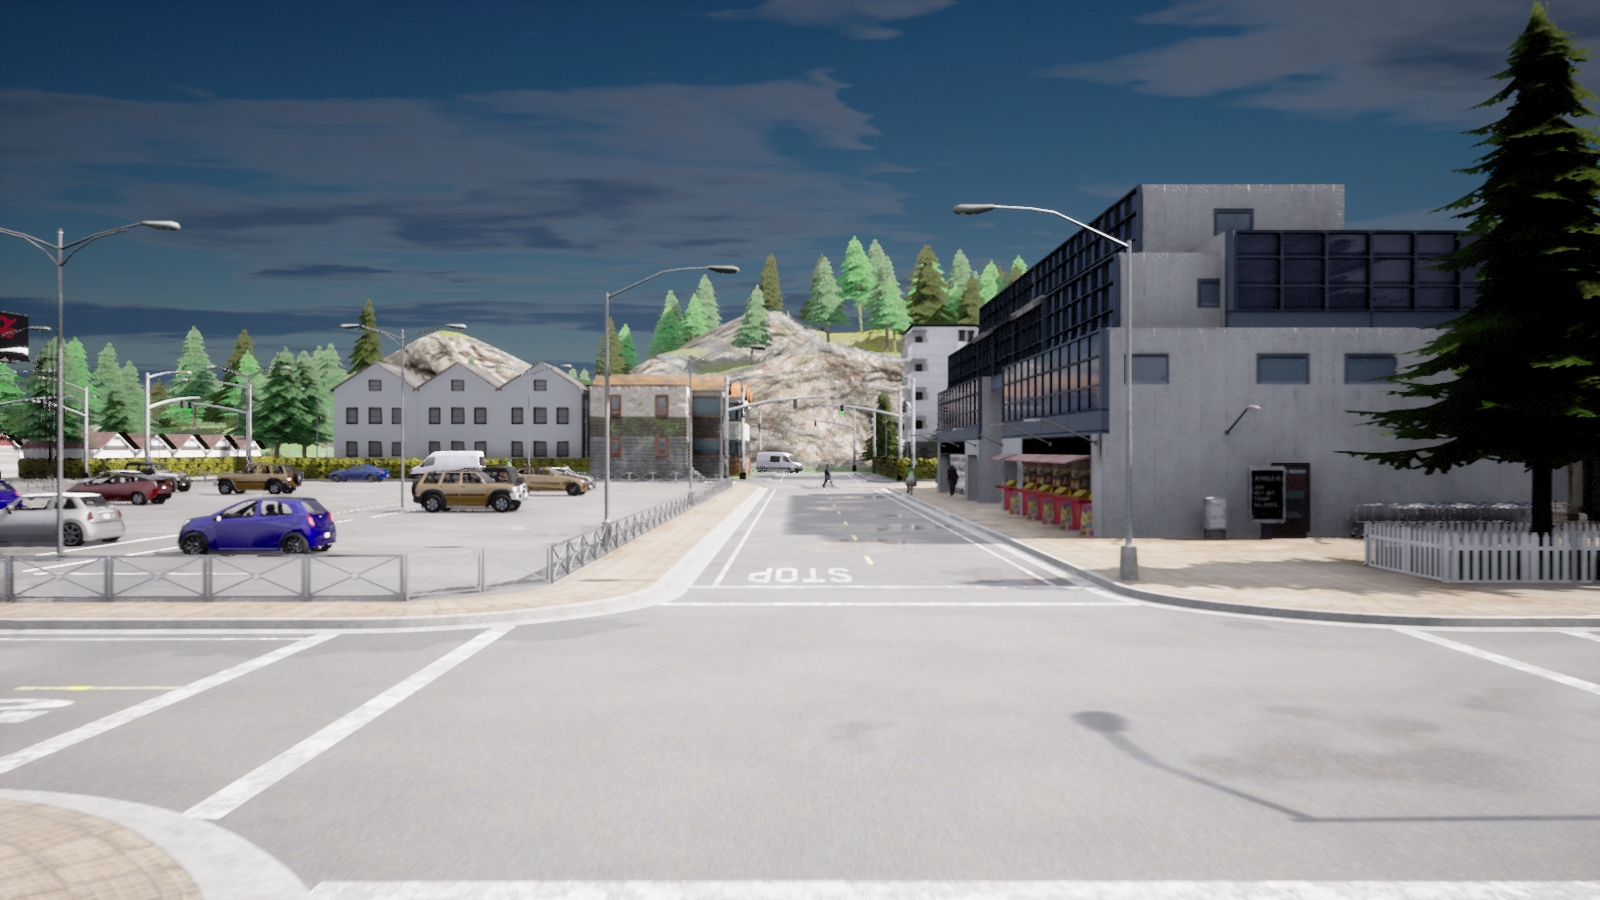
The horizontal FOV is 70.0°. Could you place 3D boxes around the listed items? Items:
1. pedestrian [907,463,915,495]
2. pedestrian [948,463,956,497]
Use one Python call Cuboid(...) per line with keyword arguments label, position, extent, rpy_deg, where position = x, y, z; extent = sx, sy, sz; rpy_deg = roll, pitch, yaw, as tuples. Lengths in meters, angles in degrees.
Cuboid(label="pedestrian", position=(6.506, 1.676, 66.999), extent=(0.375, 1.860, 0.375), rpy_deg=(0, 0, -8))
Cuboid(label="pedestrian", position=(8.440, 1.677, 63.453), extent=(0.375, 1.860, 0.375), rpy_deg=(0, 0, -4))
